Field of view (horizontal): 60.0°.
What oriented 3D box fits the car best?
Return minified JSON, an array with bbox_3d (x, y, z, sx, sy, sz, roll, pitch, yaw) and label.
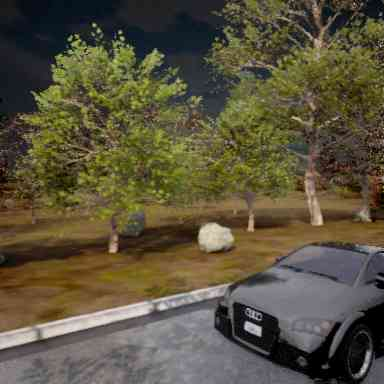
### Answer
[{"bbox_3d":[2.397,1.548,5.393,4.181,1.385,1.994,0,0,-35],"label":"car"}]
